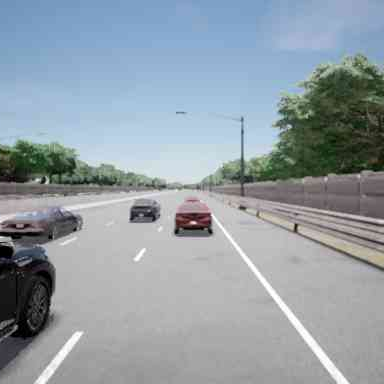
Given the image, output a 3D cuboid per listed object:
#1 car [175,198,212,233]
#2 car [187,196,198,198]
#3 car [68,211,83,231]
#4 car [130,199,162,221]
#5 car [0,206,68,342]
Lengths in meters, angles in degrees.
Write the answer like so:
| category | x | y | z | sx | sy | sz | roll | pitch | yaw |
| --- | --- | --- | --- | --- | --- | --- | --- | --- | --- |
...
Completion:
| category | x | y | z | sx | sy | sz | roll | pitch | yaw |
| --- | --- | --- | --- | --- | --- | --- | --- | --- | --- |
| car | 0.076 | 1.301 | 18.376 | 1.882 | 1.535 | 5.008 | 0 | 1 | 0 |
| car | 0.052 | 1.177 | 37.765 | 1.812 | 1.442 | 4.674 | 0 | 1 | 0 |
| car | -6.921 | 1.394 | 15.924 | 2.033 | 1.411 | 5.357 | 0 | 1 | 0 |
| car | -3.432 | 1.270 | 24.904 | 1.837 | 1.490 | 4.892 | 0 | 1 | 0 |
| car | -3.407 | 1.190 | 3.325 | 2.150 | 2.045 | 5.566 | 0 | 1 | 0 |
